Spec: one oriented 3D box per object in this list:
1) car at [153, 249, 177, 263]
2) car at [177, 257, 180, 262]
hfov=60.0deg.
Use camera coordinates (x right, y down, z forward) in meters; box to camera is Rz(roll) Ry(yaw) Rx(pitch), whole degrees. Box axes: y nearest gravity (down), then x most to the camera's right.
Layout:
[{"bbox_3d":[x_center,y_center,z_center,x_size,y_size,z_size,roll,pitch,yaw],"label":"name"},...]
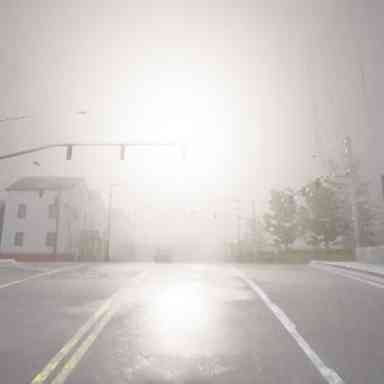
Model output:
[{"bbox_3d":[-3.510,8.175,42.048,2.150,2.045,5.566,0,-11,1],"label":"car"},{"bbox_3d":[-3.499,14.109,68.518,1.882,1.535,5.008,0,-12,0],"label":"car"}]
